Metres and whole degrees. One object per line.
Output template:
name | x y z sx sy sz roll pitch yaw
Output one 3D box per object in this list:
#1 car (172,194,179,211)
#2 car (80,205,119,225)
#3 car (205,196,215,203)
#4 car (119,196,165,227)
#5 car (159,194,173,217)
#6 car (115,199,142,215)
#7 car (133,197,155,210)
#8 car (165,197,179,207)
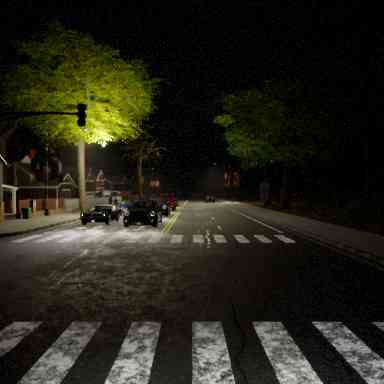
car | -3.148 1.215 41.223 2.150 2.045 5.566 0 0 0
car | -6.481 1.594 24.028 1.895 1.301 4.718 0 0 0
car | 3.669 1.505 67.644 1.837 1.490 4.892 0 0 1
car | -3.240 1.345 22.531 2.097 1.767 4.553 0 0 0
car | -3.196 1.344 31.389 2.097 1.767 4.553 0 0 0
car | -6.422 1.518 34.200 1.812 1.442 4.674 0 0 0
car | -6.374 1.486 44.640 2.128 1.511 4.902 0 0 1
car | -3.062 1.500 51.662 1.837 1.490 4.892 0 0 1
